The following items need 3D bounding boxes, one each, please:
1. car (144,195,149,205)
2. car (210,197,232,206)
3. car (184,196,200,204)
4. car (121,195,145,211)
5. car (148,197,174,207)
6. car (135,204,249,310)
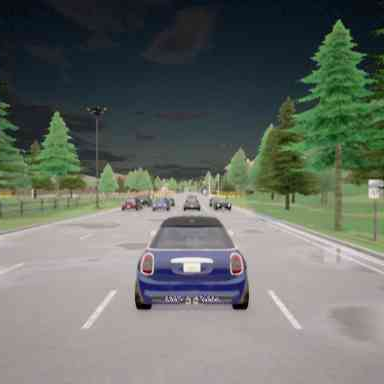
[{"bbox_3d":[-7.000,1.245,48.974,2.097,1.767,4.553,0,0,0],"label":"car"},{"bbox_3d":[3.500,1.516,39.031,1.895,1.301,4.718,0,0,0],"label":"car"},{"bbox_3d":[0.000,1.479,38.968,1.994,1.385,4.181,0,0,0],"label":"car"},{"bbox_3d":[-7.000,1.441,39.001,1.812,1.442,4.674,0,0,0],"label":"car"},{"bbox_3d":[-3.500,1.463,38.585,2.033,1.411,5.357,0,0,0],"label":"car"},{"bbox_3d":[0.000,1.335,7.941,2.097,1.767,4.553,0,0,0],"label":"car"}]
